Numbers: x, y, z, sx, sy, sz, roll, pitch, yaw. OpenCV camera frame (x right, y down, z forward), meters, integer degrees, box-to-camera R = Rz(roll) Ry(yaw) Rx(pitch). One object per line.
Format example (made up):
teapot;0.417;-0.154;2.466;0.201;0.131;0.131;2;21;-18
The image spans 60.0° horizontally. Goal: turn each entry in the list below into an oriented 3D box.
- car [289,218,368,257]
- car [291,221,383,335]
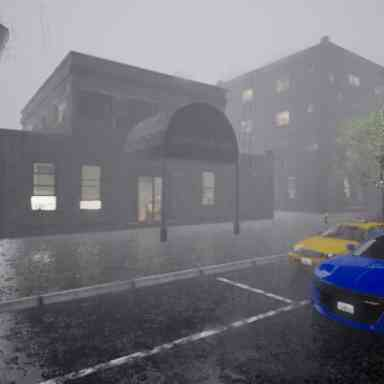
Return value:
car;4.995;1.507;10.198;4.829;1.417;1.752;0;1;-35
car;4.357;1.464;6.461;5.008;1.535;1.882;0;0;-35
